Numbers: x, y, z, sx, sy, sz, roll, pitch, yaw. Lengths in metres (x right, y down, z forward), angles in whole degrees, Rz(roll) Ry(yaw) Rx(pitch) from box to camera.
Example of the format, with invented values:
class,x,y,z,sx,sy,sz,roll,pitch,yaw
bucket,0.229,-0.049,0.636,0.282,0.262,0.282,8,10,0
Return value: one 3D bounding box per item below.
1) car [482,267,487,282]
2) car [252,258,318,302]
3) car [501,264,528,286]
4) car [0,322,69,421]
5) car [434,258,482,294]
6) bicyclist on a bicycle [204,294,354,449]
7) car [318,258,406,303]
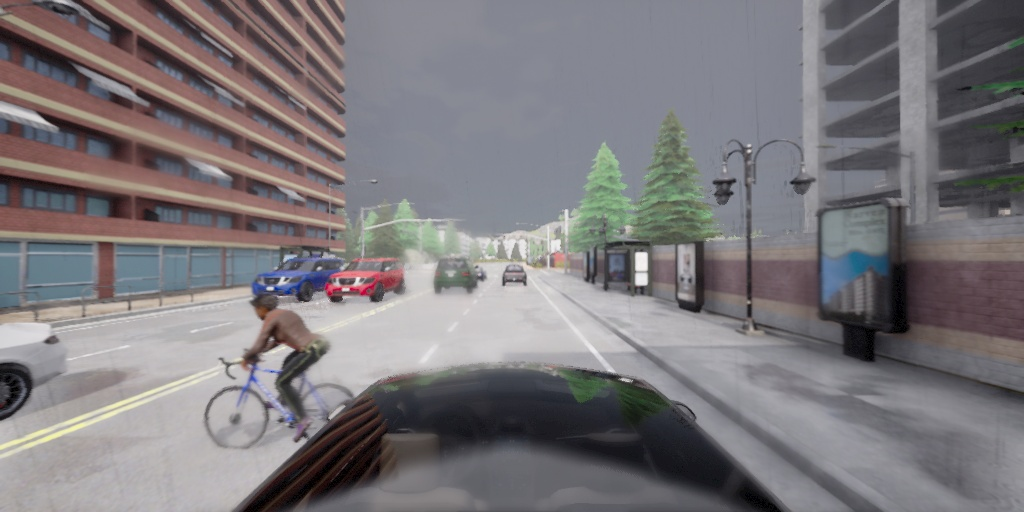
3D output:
class,x,y,z,sx,sy,sz,roll,pitch,yaw
car,-3.325,1.616,32.569,1.895,1.301,4.718,0,0,1
car,-10.533,1.116,18.445,2.150,2.045,5.566,0,-1,1
car,0.185,1.466,27.705,2.128,1.511,4.902,0,0,0
car,-7.097,1.286,3.029,1.812,1.442,4.674,0,0,0
car,-3.331,1.147,22.115,2.150,2.045,5.566,0,0,0
bicyclist on a bicycle,-2.405,1.221,3.746,1.656,1.620,0.582,-2,0,0
car,-7.040,1.114,18.002,2.150,2.045,5.566,0,-1,0
